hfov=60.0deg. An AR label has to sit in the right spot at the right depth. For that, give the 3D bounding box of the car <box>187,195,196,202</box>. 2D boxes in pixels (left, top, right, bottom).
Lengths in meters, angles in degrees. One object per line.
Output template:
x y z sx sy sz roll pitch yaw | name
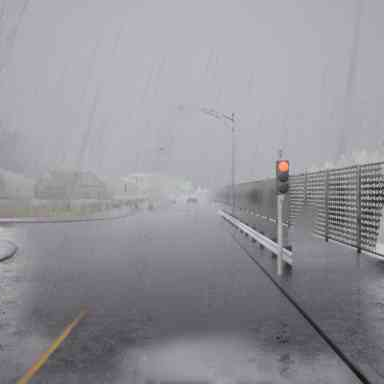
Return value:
-0.022 1.540 77.431 2.033 1.411 5.357 0 0 0 | car

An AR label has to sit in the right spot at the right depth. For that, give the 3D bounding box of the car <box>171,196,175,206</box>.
-4.107 1.564 50.616 1.994 1.385 4.181 0 0 0 | car

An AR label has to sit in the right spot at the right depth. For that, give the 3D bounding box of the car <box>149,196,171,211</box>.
-4.108 1.491 40.679 2.128 1.511 4.902 0 0 0 | car

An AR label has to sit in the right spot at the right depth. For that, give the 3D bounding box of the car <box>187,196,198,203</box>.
0.086 1.477 67.088 1.882 1.535 5.008 0 0 0 | car
